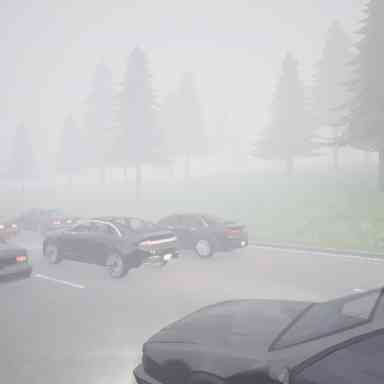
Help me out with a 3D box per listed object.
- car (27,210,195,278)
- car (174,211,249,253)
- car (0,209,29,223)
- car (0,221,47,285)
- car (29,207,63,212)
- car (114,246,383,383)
[{"bbox_3d":[-2.613,1.492,10.139,4.902,1.511,2.128,0,0,35],"label":"car"},{"bbox_3d":[-0.231,1.505,12.744,4.892,1.490,1.837,0,0,35],"label":"car"},{"bbox_3d":[-10.303,1.547,15.641,5.357,1.411,2.033,0,0,33],"label":"car"},{"bbox_3d":[-6.191,1.547,8.385,5.357,1.411,2.033,0,0,35],"label":"car"},{"bbox_3d":[-8.194,1.547,18.358,5.357,1.411,2.033,0,0,38],"label":"car"},{"bbox_3d":[2.022,1.547,2.554,5.357,1.411,2.033,0,0,35],"label":"car"}]
